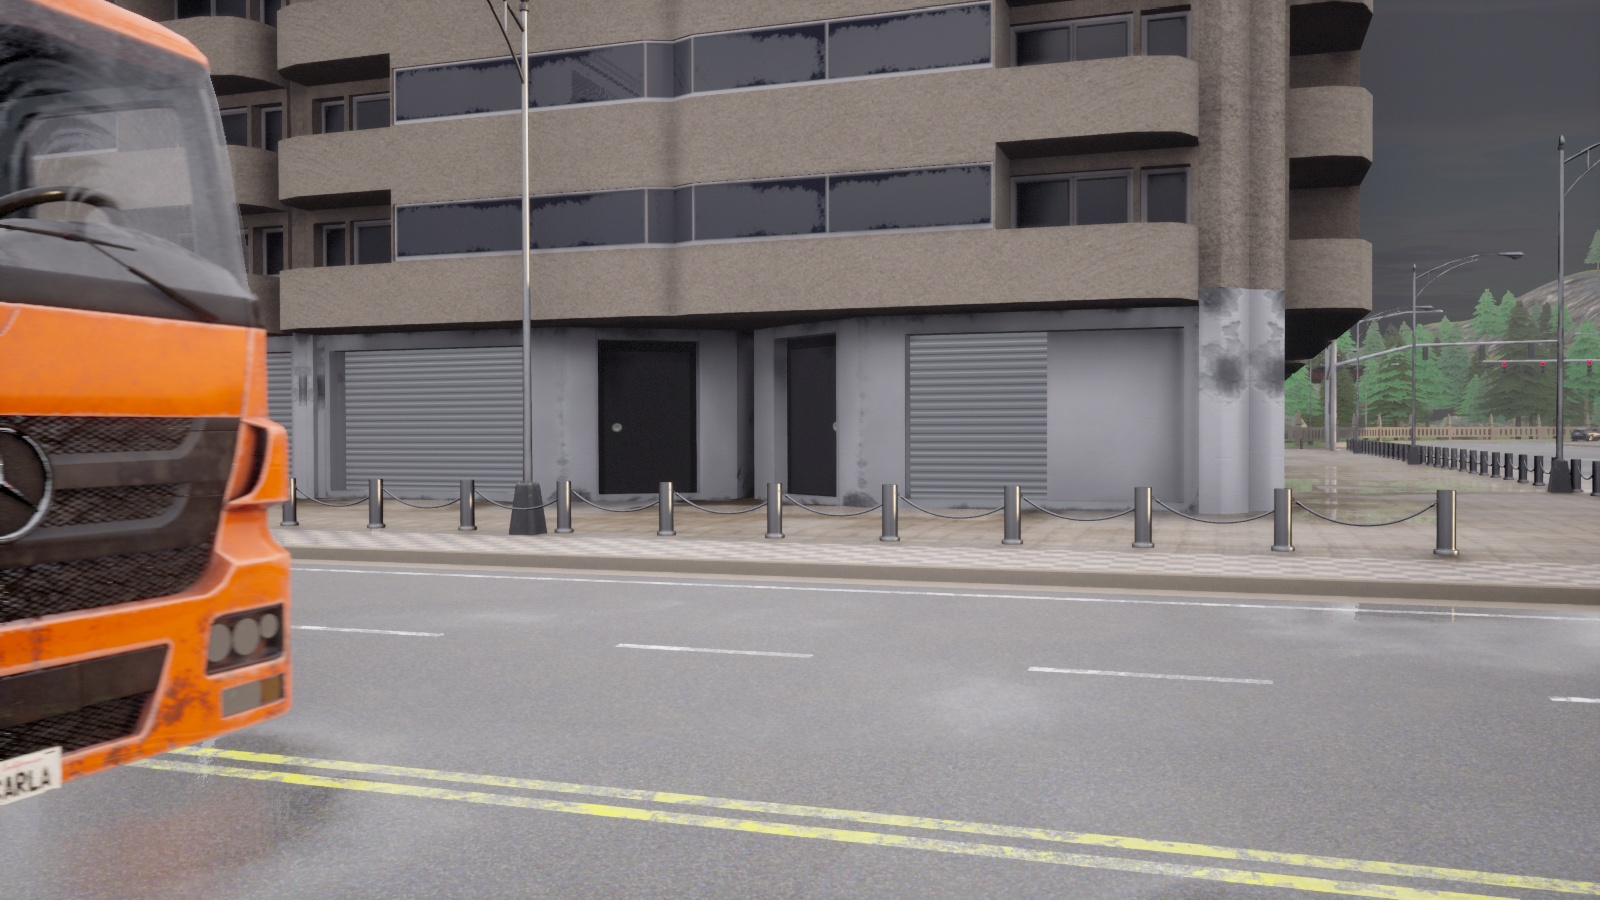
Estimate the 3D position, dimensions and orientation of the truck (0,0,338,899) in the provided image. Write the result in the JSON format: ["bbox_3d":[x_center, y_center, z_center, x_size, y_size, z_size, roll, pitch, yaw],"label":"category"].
[{"bbox_3d":[-6.206,-0.263,5.287,7.936,3.462,2.891,1,1,19],"label":"truck"}]
